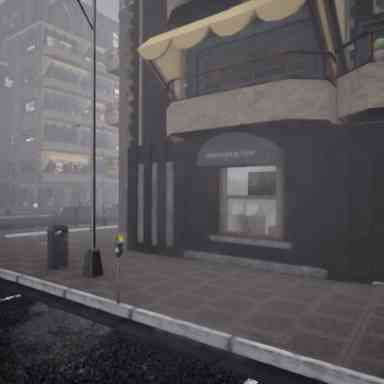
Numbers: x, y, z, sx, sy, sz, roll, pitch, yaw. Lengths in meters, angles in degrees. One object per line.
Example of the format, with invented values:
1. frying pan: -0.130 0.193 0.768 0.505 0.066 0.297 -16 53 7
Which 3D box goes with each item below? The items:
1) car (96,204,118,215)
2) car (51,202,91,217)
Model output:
1. car: -9.482 2.041 39.968 1.802 1.307 4.206 -1 -1 35
2. car: -12.770 1.799 35.347 1.967 1.590 4.097 -1 -1 35
